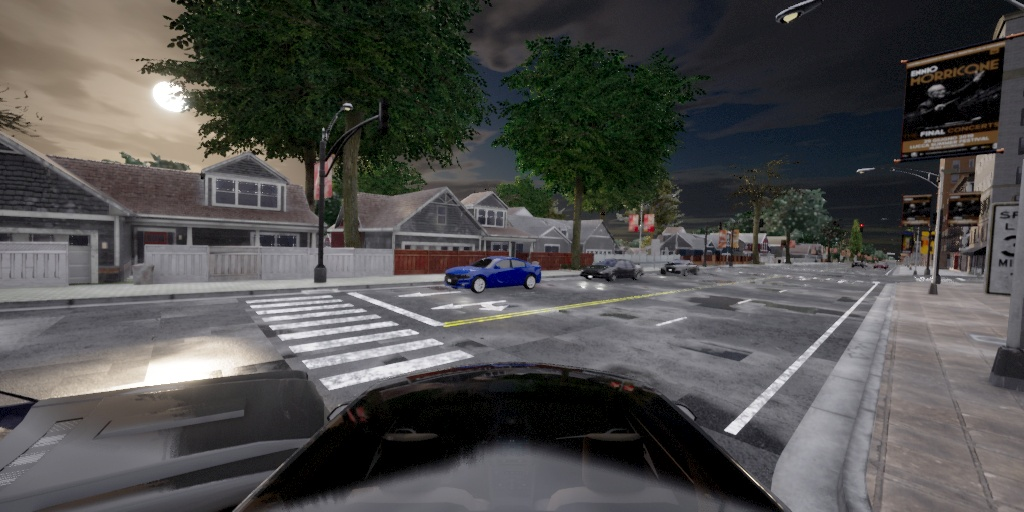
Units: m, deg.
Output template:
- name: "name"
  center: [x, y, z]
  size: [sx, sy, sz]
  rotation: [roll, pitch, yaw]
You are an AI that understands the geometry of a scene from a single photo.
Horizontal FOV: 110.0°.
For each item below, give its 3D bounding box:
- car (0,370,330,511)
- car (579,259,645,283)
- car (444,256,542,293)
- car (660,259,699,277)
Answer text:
- name: "car"
  center: [-3.325, 1.280, 1.540]
  size: [4.718, 1.301, 1.895]
  rotation: [1, 2, -33]
- name: "car"
  center: [6.720, 0.889, 23.562]
  size: [5.357, 1.411, 2.033]
  rotation: [0, 3, -43]
- name: "car"
  center: [-0.768, 0.763, 16.667]
  size: [5.008, 1.535, 1.882]
  rotation: [0, 3, -43]
- name: "car"
  center: [14.334, 0.967, 30.551]
  size: [4.181, 1.385, 1.994]
  rotation: [0, 3, -44]
